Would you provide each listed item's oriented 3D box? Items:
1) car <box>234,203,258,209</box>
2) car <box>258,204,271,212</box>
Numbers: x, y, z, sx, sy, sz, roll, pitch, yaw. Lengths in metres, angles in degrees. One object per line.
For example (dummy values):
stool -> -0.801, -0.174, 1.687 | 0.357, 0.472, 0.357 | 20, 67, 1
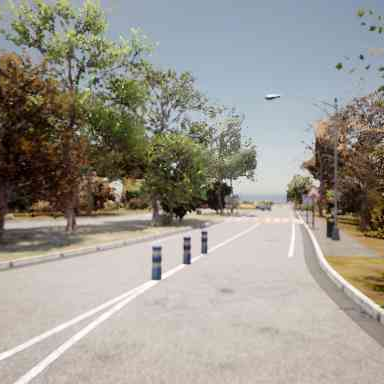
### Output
car -> 15.221, 4.226, 93.111 | 5.366, 1.575, 1.946 | 0, -3, 16
car -> 15.578, 3.363, 69.622 | 1.837, 1.490, 4.892 | 0, -2, 16
